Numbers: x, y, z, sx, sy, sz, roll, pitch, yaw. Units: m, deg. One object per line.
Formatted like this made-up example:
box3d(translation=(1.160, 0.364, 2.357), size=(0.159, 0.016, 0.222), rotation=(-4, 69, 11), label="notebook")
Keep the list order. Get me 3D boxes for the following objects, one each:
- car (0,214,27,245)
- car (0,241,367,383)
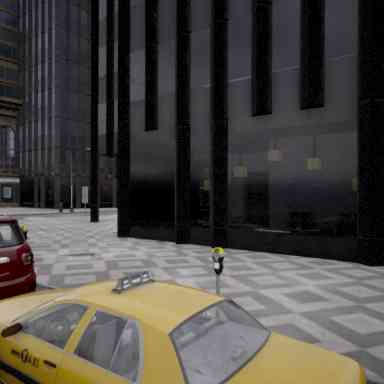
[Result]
box3d(translation=(-5.097, 1.313, 6.552), size=(5.009, 1.841, 2.192), rotation=(0, 0, 35), label="car")
box3d(translation=(-0.803, 1.525, 3.524), size=(4.829, 1.417, 1.752), rotation=(0, 0, 35), label="car")
